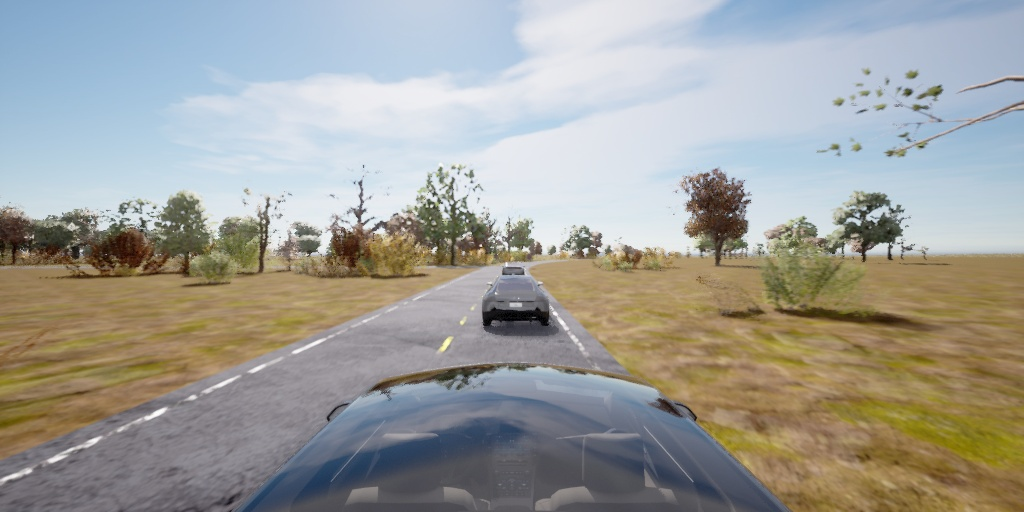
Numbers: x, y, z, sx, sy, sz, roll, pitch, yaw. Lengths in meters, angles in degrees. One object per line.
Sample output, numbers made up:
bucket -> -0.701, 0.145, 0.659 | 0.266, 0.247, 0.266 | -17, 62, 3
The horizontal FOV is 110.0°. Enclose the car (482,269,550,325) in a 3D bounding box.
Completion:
car -> 0.107, 1.314, 11.851 | 1.994, 1.385, 4.181 | 0, 0, 0

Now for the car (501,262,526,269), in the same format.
car -> 0.114, 1.239, 30.293 | 2.128, 1.511, 4.902 | 0, 0, 0
